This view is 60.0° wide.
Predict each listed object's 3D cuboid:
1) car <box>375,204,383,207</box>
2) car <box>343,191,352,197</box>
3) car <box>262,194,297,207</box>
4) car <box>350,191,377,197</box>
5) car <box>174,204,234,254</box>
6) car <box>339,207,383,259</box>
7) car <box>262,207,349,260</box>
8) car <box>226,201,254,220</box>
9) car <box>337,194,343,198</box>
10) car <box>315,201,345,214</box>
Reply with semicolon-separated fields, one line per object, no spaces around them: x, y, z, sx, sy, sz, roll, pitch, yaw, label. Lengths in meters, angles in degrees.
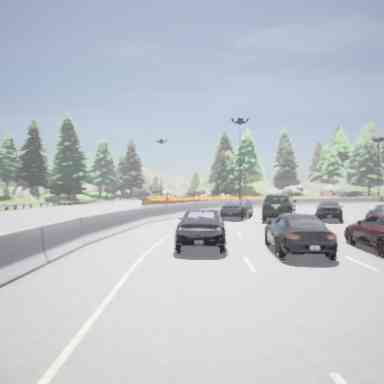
12.765;1.508;21.655;2.033;1.411;5.357;0;0;19;car
36.927;1.157;74.365;4.674;1.442;1.812;-1;0;-10;car
6.771;1.177;25.562;2.150;2.045;5.566;0;0;21;car
36.905;1.125;70.783;5.008;1.535;1.882;-1;0;-13;car
0.444;1.466;13.484;2.128;1.511;4.902;0;0;5;car
7.348;1.503;12.328;1.812;1.442;4.674;0;0;4;car
3.843;1.503;12.260;1.812;1.442;4.674;0;0;4;car
3.782;1.442;27.359;2.128;1.511;4.902;0;0;22;car
36.920;0.844;77.913;5.566;2.045;2.150;-1;0;-10;car
10.756;1.459;25.958;1.837;1.490;4.892;0;0;23;car
